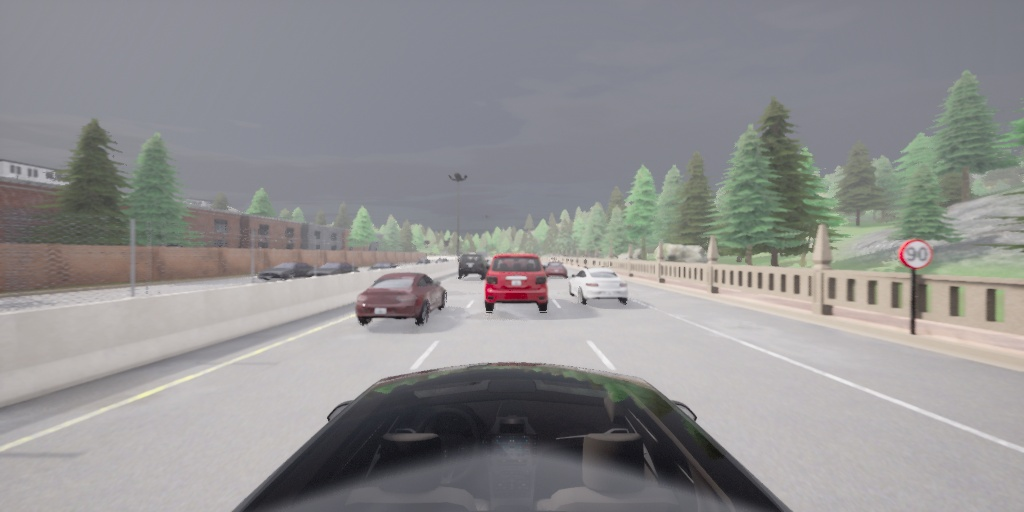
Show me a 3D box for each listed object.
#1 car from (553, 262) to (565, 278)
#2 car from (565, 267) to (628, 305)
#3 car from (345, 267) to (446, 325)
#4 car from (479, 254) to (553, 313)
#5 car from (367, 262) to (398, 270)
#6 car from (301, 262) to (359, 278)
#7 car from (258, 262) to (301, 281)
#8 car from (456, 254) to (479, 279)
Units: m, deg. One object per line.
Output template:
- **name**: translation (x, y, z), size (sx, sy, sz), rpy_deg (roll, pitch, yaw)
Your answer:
- **car**: translation (3.763, 1.206, 32.240), size (1.994, 1.385, 4.181), rpy_deg (0, 0, 0)
- **car**: translation (3.669, 1.228, 15.713), size (1.812, 1.442, 4.674), rpy_deg (0, 0, 0)
- **car**: translation (-3.361, 1.236, 11.486), size (1.812, 1.442, 4.674), rpy_deg (0, 0, 0)
- **car**: translation (0.156, 0.927, 13.941), size (2.150, 2.045, 5.566), rpy_deg (0, 0, 0)
- **car**: translation (-10.448, 1.199, 29.341), size (1.994, 1.385, 4.181), rpy_deg (0, 0, 0)
- **car**: translation (-13.956, 1.182, 28.421), size (2.033, 1.411, 5.357), rpy_deg (0, 0, 0)
- **car**: translation (-17.456, 1.178, 28.437), size (2.033, 1.411, 5.357), rpy_deg (0, 0, 0)
- **car**: translation (-3.244, 0.860, 30.731), size (2.150, 2.045, 5.566), rpy_deg (0, 0, 0)
